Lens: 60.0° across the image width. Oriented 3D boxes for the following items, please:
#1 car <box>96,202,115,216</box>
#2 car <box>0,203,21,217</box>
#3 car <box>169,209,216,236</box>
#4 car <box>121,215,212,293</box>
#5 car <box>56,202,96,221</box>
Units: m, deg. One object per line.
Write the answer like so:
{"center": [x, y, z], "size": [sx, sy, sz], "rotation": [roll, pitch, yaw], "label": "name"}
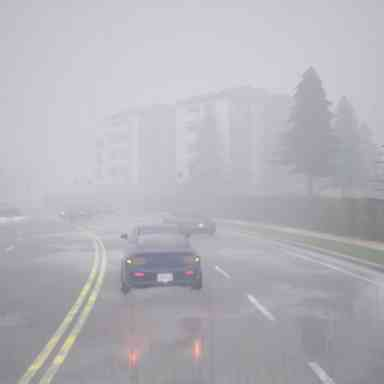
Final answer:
{"center": [-9.960, 1.732, 34.281], "size": [2.033, 1.411, 5.357], "rotation": [0, 0, -43], "label": "car"}
{"center": [-18.626, 1.742, 32.952], "size": [4.181, 1.385, 1.994], "rotation": [0, 0, 41], "label": "car"}
{"center": [-0.251, 1.666, 18.769], "size": [1.994, 1.385, 4.181], "rotation": [0, 0, -21], "label": "car"}
{"center": [-0.930, 1.575, 8.996], "size": [1.812, 1.442, 4.674], "rotation": [0, 0, -10], "label": "car"}
{"center": [-10.539, 1.723, 29.504], "size": [1.994, 1.385, 4.181], "rotation": [0, 0, -38], "label": "car"}
